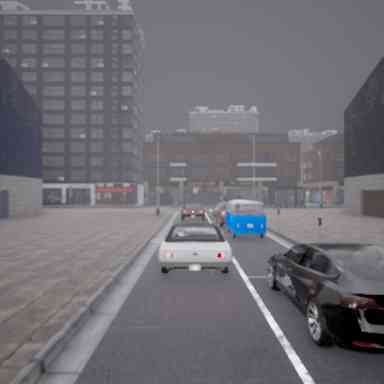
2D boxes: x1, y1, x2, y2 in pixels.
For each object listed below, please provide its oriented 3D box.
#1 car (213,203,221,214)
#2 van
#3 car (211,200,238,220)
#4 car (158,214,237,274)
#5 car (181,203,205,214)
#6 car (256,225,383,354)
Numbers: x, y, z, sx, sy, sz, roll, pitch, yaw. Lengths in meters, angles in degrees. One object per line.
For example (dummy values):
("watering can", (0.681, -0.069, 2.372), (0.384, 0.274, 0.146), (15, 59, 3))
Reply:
("car", (2.640, 1.399, 22.422), (1.967, 1.590, 4.097), (0, 0, 0))
("van", (2.641, 1.308, 16.984), (1.690, 1.788, 3.998), (0, 0, 0))
("car", (2.639, 1.477, 28.030), (1.752, 1.417, 4.829), (0, 0, 0))
("car", (0.085, 1.579, 10.420), (1.895, 1.301, 4.718), (0, 0, 0))
("car", (0.087, 1.553, 27.555), (1.895, 1.301, 4.718), (0, 0, 0))
("car", (2.642, 1.552, 6.109), (1.947, 1.339, 4.313), (0, 0, 0))
